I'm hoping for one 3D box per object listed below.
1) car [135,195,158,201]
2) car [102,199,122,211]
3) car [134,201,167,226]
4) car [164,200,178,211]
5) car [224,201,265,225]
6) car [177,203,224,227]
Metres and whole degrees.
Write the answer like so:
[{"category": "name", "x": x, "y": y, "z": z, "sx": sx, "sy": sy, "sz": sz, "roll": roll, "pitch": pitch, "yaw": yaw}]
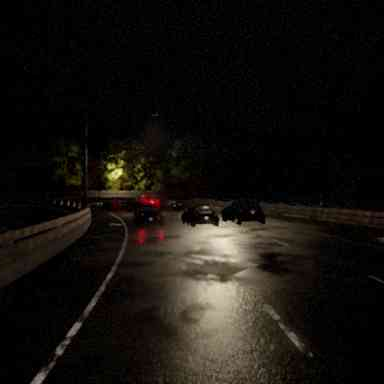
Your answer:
[{"category": "car", "x": -5.986, "y": 1.439, "z": 43.359, "sx": 2.150, "sy": 2.045, "sz": 5.566, "roll": 0, "pitch": 0, "yaw": -24}, {"category": "car", "x": -11.182, "y": 1.724, "z": 46.134, "sx": 1.882, "sy": 1.535, "sz": 5.008, "roll": 0, "pitch": -1, "yaw": -26}, {"category": "car", "x": -3.296, "y": 1.649, "z": 24.712, "sx": 1.812, "sy": 1.442, "sz": 4.674, "roll": 0, "pitch": 0, "yaw": -13}, {"category": "car", "x": -3.084, "y": 1.782, "z": 45.345, "sx": 1.994, "sy": 1.385, "sz": 4.181, "roll": 0, "pitch": 0, "yaw": -24}, {"category": "car", "x": 3.752, "y": 1.457, "z": 25.203, "sx": 2.097, "sy": 1.767, "sz": 4.553, "roll": 0, "pitch": 0, "yaw": -13}, {"category": "car", "x": 0.509, "y": 1.673, "z": 23.791, "sx": 1.994, "sy": 1.385, "sz": 4.181, "roll": 0, "pitch": 0, "yaw": -13}]
